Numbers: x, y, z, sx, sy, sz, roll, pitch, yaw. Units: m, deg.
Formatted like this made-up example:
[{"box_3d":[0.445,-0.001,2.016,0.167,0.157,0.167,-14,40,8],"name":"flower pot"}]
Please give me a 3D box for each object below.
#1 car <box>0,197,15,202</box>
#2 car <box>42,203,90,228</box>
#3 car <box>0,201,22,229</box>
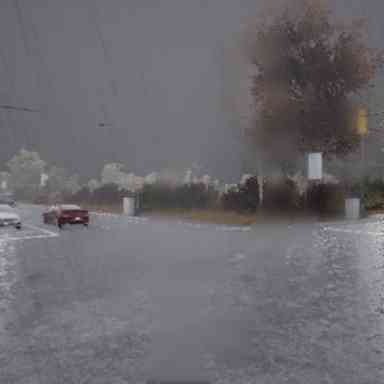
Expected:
[{"box_3d":[-31.278,1.543,56.144,2.033,1.411,5.357,0,0,-38],"name":"car"},{"box_3d":[-8.514,1.474,22.246,1.882,1.535,5.008,0,0,-38],"name":"car"},{"box_3d":[-11.994,1.524,20.698,1.812,1.442,4.674,0,0,-39],"name":"car"}]
